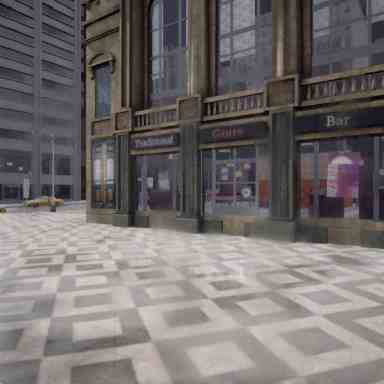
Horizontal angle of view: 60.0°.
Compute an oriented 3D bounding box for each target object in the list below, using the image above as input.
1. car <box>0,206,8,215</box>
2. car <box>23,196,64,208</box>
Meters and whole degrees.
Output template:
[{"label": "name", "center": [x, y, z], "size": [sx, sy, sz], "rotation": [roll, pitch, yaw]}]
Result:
[{"label": "car", "center": [-18.034, 1.341, 27.664], "size": [1.752, 1.417, 4.829], "rotation": [1, 2, 36]}, {"label": "car", "center": [-18.517, 1.144, 41.565], "size": [1.752, 1.417, 4.829], "rotation": [1, 2, 36]}]
